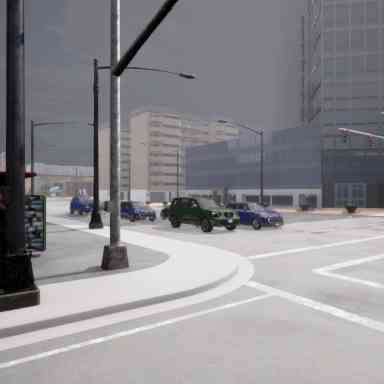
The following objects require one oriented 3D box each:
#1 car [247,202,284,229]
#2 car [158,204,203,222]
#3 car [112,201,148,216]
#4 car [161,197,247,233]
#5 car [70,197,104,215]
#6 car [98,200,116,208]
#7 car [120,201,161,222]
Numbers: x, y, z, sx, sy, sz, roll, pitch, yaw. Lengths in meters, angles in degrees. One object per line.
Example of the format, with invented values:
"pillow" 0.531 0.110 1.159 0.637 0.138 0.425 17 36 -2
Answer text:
"car" 3.975 1.459 22.476 2.097 1.767 4.553 0 -1 -36
"car" -1.099 1.769 29.467 1.994 1.385 4.181 0 -1 -36
"car" -7.061 1.843 37.697 2.128 1.511 4.902 0 -1 -36
"car" 0.570 1.335 21.210 2.150 2.045 5.566 0 -1 -36
"car" -12.926 1.649 39.820 2.150 2.045 5.566 0 -1 -37
"car" -15.892 2.281 62.111 1.994 1.385 4.181 0 -1 -36
"car" -4.945 1.581 28.814 2.097 1.767 4.553 0 -1 -36
